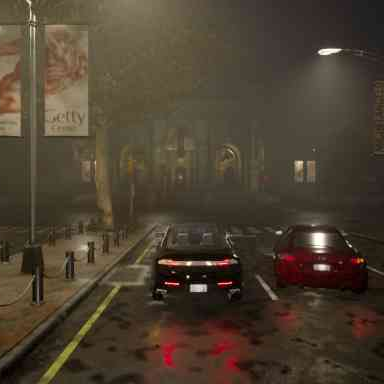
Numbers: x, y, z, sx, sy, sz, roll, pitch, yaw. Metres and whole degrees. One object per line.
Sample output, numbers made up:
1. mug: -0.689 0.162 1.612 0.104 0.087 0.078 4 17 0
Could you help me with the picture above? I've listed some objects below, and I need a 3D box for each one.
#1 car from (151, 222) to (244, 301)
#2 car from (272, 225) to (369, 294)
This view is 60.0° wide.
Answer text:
1. car: 0.078 1.492 8.322 2.128 1.511 4.902 0 0 -1
2. car: 3.250 1.564 8.974 1.994 1.385 4.181 0 0 14
